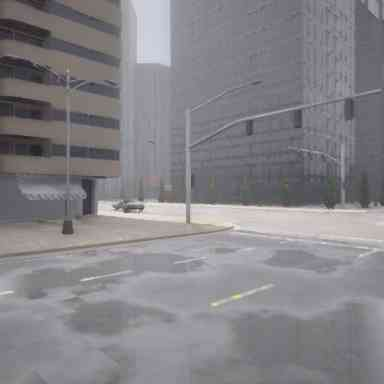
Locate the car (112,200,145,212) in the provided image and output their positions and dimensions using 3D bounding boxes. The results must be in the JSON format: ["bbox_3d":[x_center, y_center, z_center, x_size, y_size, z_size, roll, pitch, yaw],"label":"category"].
[{"bbox_3d":[-7.508,1.583,39.415,1.895,1.301,4.718,0,0,-43],"label":"car"}]
